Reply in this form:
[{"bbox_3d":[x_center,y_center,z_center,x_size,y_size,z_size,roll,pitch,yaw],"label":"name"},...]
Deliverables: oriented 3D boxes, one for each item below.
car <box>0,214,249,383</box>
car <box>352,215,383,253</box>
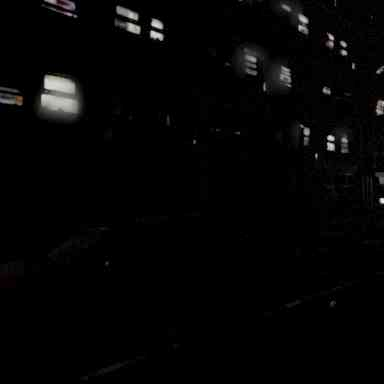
[{"bbox_3d":[-1.170,1.373,5.751,5.009,1.841,2.192,0,0,-38],"label":"car"},{"bbox_3d":[7.806,1.545,12.750,4.403,1.369,2.008,0,0,-38],"label":"car"}]
